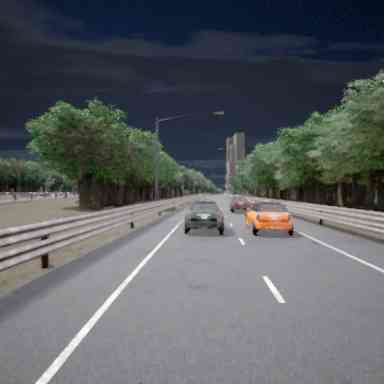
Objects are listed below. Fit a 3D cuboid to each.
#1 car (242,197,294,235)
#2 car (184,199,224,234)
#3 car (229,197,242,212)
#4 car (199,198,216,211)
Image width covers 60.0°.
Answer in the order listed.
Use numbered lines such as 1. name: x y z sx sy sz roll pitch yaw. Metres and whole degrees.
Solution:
1. car: 4.220 1.326 18.707 2.097 1.767 4.553 0 0 4
2. car: 0.735 1.299 18.945 2.097 1.767 4.553 0 0 4
3. car: 5.216 1.290 36.923 2.097 1.767 4.553 0 0 3
4. car: 1.845 1.473 39.363 1.994 1.385 4.181 0 0 3
